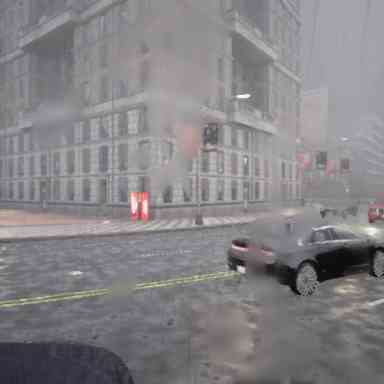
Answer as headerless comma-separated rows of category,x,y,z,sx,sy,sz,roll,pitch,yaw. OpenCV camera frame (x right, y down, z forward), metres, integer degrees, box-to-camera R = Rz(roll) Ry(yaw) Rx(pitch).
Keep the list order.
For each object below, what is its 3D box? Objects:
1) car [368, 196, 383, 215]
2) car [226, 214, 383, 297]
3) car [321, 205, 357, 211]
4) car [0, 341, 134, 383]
car,14.565,1.295,24.382,2.150,2.045,5.566,0,0,39
car,3.140,1.490,8.573,4.902,1.511,2.128,0,0,-32
car,11.847,1.252,26.587,2.033,1.411,5.357,0,0,39
car,-2.238,1.564,1.785,4.181,1.385,1.994,0,0,-23
